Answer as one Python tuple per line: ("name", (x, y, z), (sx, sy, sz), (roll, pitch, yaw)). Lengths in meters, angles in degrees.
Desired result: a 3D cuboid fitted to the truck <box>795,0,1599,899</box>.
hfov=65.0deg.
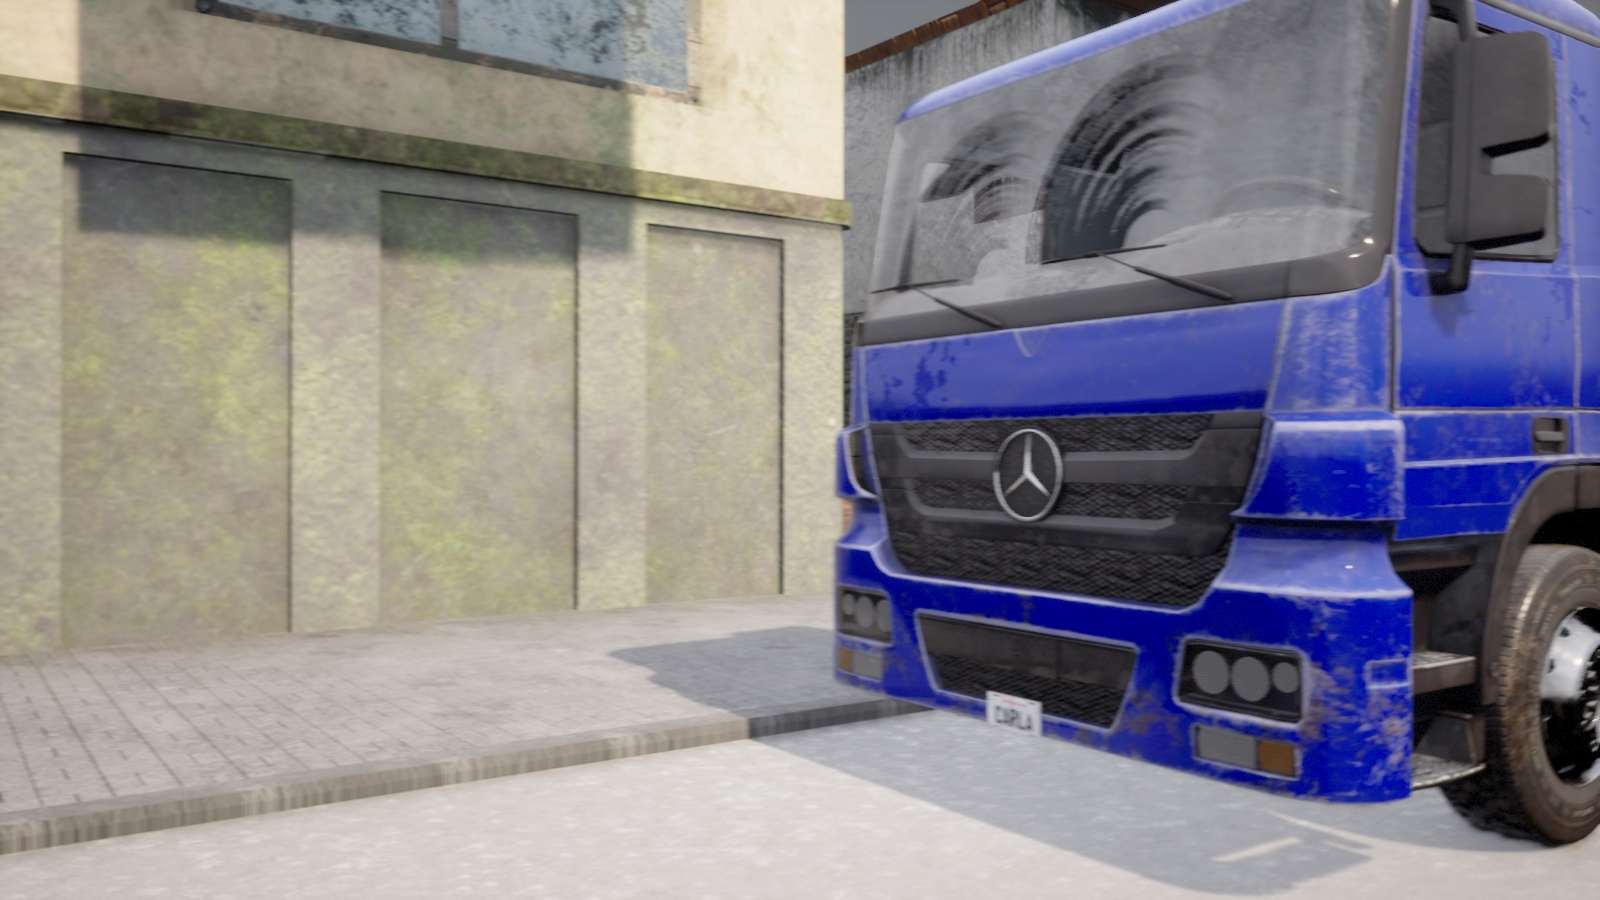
("truck", (4.072, -0.228, 7.184), (7.936, 3.462, 2.891), (0, 0, -34))
